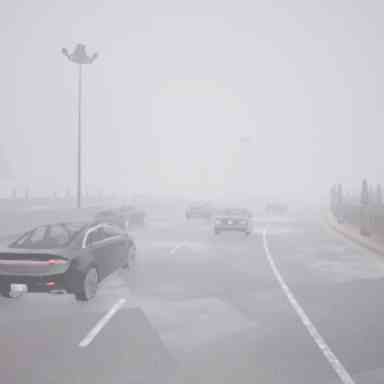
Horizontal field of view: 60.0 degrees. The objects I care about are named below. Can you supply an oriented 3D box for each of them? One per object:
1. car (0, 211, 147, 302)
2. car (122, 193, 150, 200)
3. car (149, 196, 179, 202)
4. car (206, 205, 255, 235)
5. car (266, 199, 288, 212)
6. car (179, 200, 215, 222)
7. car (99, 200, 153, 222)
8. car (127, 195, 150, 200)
[{"bbox_3d":[-2.804,1.470,8.265,2.128,1.511,4.902,0,0,6],"label":"car"},{"bbox_3d":[-8.183,1.227,49.427,2.150,2.045,5.566,0,-1,28],"label":"car"},{"bbox_3d":[-3.105,1.468,44.058,1.882,1.535,5.008,0,0,28],"label":"car"},{"bbox_3d":[2.442,1.531,18.638,2.033,1.411,5.357,0,0,13],"label":"car"},{"bbox_3d":[9.723,1.510,38.026,1.812,1.442,4.674,0,0,27],"label":"car"},{"bbox_3d":[0.938,1.468,25.972,2.128,1.511,4.902,0,0,17],"label":"car"},{"bbox_3d":[-4.252,1.473,20.420,1.837,1.490,4.892,0,0,13],"label":"car"},{"bbox_3d":[-6.247,1.496,45.582,1.837,1.490,4.892,0,0,28],"label":"car"}]
